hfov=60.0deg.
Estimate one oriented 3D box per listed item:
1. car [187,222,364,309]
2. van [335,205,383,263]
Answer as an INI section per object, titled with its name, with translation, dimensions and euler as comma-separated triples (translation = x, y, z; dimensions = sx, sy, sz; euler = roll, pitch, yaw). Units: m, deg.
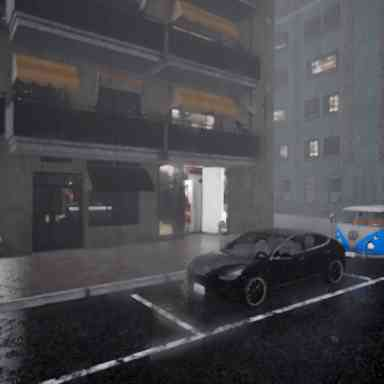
[car]
translation = 1.924, 1.558, 7.907
dimensions = 4.313, 1.339, 1.947
euler = 0, 1, -35
[van]
translation = 6.430, 1.326, 11.101
dimensions = 3.998, 1.788, 1.690
euler = 0, 1, -35
